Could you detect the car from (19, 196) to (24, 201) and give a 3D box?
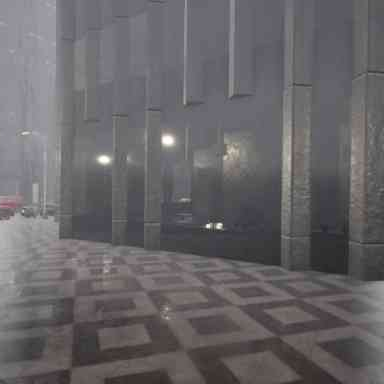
[{"bbox_3d":[-20.775,1.354,36.328,2.192,1.841,5.009,1,0,36],"label":"car"}]

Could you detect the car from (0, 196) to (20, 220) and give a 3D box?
[{"bbox_3d":[-17.118,1.463,26.776,2.192,1.841,5.009,1,0,36],"label":"car"}]

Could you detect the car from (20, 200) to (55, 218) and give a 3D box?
[{"bbox_3d":[-13.844,1.742,31.371,1.947,1.339,4.313,1,0,36],"label":"car"}]

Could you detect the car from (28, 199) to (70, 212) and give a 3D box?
[{"bbox_3d":[-17.502,1.634,40.923,1.947,1.339,4.313,1,0,36],"label":"car"}]
